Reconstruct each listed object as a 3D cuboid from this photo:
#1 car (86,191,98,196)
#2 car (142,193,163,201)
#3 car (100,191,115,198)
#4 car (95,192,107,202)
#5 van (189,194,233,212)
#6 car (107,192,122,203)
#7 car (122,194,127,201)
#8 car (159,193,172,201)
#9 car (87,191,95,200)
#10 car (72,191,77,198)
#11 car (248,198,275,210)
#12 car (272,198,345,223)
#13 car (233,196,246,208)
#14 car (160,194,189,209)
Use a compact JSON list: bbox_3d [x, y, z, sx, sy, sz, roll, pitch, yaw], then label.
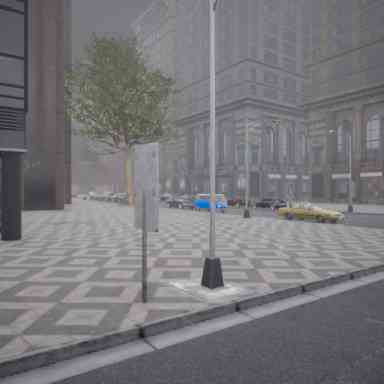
[{"bbox_3d":[-26.613,0.472,88.687,1.802,1.307,4.206,1,0,-35],"label":"car"},{"bbox_3d":[-7.282,0.910,61.082,2.008,1.369,4.403,1,0,-35],"label":"car"},{"bbox_3d":[-20.169,0.588,79.485,1.887,1.381,4.507,1,0,-35],"label":"car"},{"bbox_3d":[-14.261,0.911,56.187,2.008,1.369,4.403,1,0,-35],"label":"car"},{"bbox_3d":[1.852,1.091,33.175,1.690,1.788,3.998,1,0,-35],"label":"van"},{"bbox_3d":[-11.039,0.992,51.586,2.008,1.369,4.403,1,0,-35],"label":"car"},{"bbox_3d":[-7.720,1.051,46.845,1.752,1.417,4.829,1,0,-35],"label":"car"},{"bbox_3d":[-4.058,0.881,56.481,1.967,1.590,4.097,1,0,-35],"label":"car"},{"bbox_3d":[-17.483,0.830,60.788,2.008,1.369,4.403,1,0,-35],"label":"car"},{"bbox_3d":[-27.147,0.484,74.592,1.967,1.590,4.097,1,0,-35],"label":"car"},{"bbox_3d":[8.828,1.315,38.073,1.947,1.339,4.313,1,0,-35],"label":"car"},{"bbox_3d":[8.393,1.398,23.829,1.752,1.417,4.829,1,0,-35],"label":"car"},{"bbox_3d":[5.608,1.224,42.674,1.887,1.381,4.507,1,0,-35],"label":"car"},{"bbox_3d":[-1.372,1.230,37.778,2.008,1.369,4.403,1,0,-35],"label":"car"}]
